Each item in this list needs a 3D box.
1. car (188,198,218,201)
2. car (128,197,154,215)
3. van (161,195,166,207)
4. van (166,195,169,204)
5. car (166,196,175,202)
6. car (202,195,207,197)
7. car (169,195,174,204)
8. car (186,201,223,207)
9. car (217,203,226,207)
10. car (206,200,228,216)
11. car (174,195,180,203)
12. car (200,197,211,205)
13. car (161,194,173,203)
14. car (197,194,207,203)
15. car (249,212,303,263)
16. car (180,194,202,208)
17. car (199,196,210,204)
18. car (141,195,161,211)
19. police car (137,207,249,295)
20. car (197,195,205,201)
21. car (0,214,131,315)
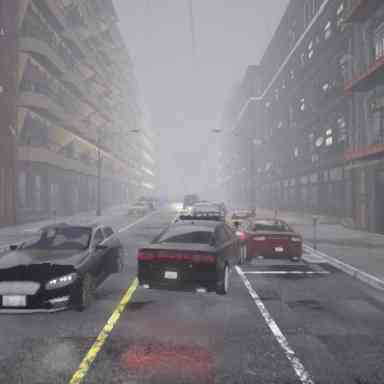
[{"bbox_3d":[0.772,1.482,24.847,1.801,1.575,5.366,0,0,0],"label":"car"},{"bbox_3d":[-5.368,1.571,33.988,1.752,1.417,4.829,2,0,0],"label":"car"},{"bbox_3d":[-5.398,1.427,50.748,1.690,1.788,3.998,2,0,0],"label":"van"},{"bbox_3d":[-5.411,1.445,56.280,1.690,1.788,3.998,1,0,0],"label":"van"},{"bbox_3d":[-5.476,1.779,83.932,1.947,1.339,4.313,1,0,0],"label":"car"},{"bbox_3d":[2.465,1.648,56.235,1.887,1.381,4.507,1,0,0],"label":"car"},{"bbox_3d":[-5.434,1.459,67.341,2.192,1.841,5.009,1,0,0],"label":"car"},{"bbox_3d":[0.785,1.495,18.653,1.882,1.535,5.008,0,0,0],"label":"car"},{"bbox_3d":[2.547,1.541,17.691,1.752,1.417,4.829,1,0,0],"label":"car"},{"bbox_3d":[2.512,1.590,34.111,1.887,1.381,4.507,1,0,0],"label":"car"},{"bbox_3d":[-2.898,1.504,69.418,2.097,1.767,4.553,0,0,0],"label":"car"},{"bbox_3d":[2.453,1.667,61.765,1.887,1.381,4.507,1,0,0],"label":"car"},{"bbox_3d":[-5.445,1.481,72.871,2.192,1.841,5.009,1,0,0],"label":"car"},{"bbox_3d":[2.388,1.503,78.359,2.192,1.841,5.009,1,0,0],"label":"car"},{"bbox_3d":[2.559,1.554,11.989,1.887,1.381,4.507,1,0,0],"label":"car"},{"bbox_3d":[-0.093,1.291,44.634,2.150,2.045,5.566,0,0,0],"label":"car"},{"bbox_3d":[2.451,1.584,67.297,1.967,1.590,4.097,1,0,0],"label":"car"},{"bbox_3d":[-5.374,1.373,39.690,2.192,1.841,5.009,2,0,0],"label":"car"},{"bbox_3d":[0.256,1.431,9.033,1.930,1.638,5.238,0,0,15],"label":"police car"},{"bbox_3d":[2.361,1.680,89.422,1.967,1.590,4.097,1,0,0],"label":"car"},{"bbox_3d":[-2.866,1.496,7.816,2.128,1.511,4.902,0,0,0],"label":"car"}]
